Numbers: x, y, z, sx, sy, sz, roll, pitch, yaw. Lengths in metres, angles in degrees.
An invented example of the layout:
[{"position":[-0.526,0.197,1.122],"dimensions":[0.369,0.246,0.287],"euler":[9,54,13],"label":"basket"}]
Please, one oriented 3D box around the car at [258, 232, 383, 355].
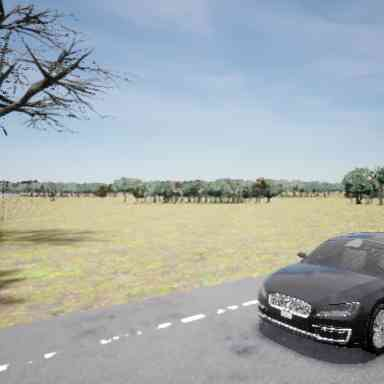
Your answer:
[{"position":[3.359,1.576,6.305],"dimensions":[4.892,1.490,1.837],"euler":[1,-1,-36],"label":"car"}]
